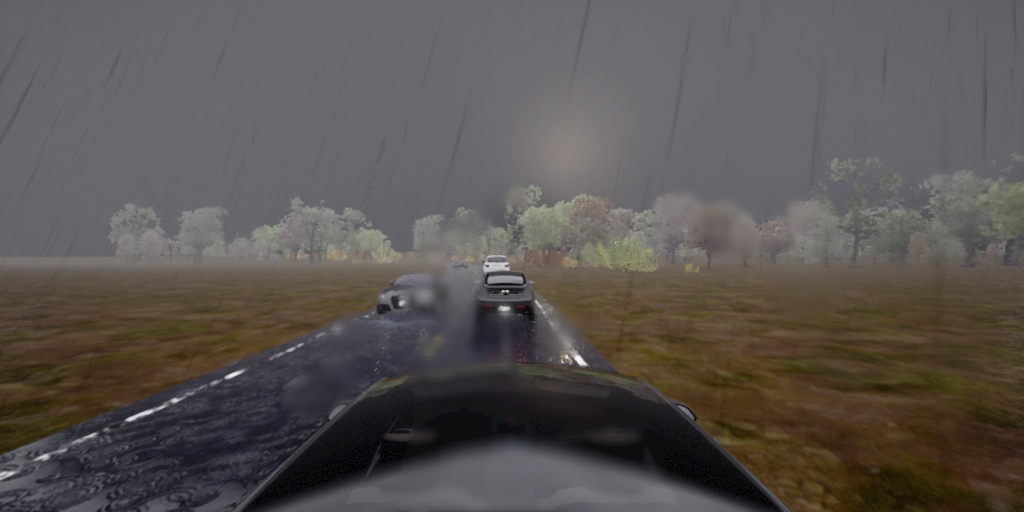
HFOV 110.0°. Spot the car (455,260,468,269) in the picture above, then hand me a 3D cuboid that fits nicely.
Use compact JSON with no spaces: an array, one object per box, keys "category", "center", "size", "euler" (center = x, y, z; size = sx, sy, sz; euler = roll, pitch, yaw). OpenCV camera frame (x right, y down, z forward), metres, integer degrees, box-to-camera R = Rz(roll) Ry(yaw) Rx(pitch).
[{"category":"car","center":[-8.030,1.328,56.749],"size":[1.994,1.385,4.181],"euler":[0,0,-10]}]

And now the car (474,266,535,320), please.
[{"category":"car","center":[-0.259,1.259,12.572],"size":[1.837,1.490,4.892],"euler":[0,0,-2]}]

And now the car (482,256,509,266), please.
[{"category":"car","center":[-1.456,0.981,31.852],"size":[2.150,2.045,5.566],"euler":[0,0,-5]}]

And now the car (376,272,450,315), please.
[{"category":"car","center":[-3.506,1.316,13.357],"size":[1.994,1.385,4.181],"euler":[0,0,-2]}]
